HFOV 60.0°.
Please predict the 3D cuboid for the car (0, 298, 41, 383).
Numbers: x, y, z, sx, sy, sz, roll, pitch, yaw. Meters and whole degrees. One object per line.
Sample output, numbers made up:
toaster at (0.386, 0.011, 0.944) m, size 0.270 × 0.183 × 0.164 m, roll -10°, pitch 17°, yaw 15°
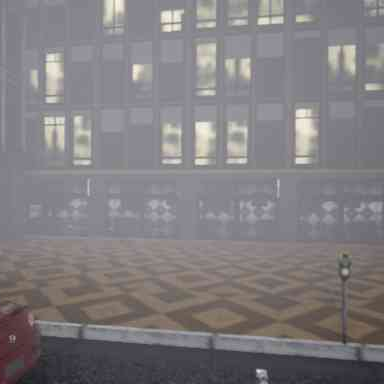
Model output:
car at (-3.806, 1.566, 3.631) m, size 4.206 × 1.307 × 1.802 m, roll 0°, pitch 0°, yaw 9°
